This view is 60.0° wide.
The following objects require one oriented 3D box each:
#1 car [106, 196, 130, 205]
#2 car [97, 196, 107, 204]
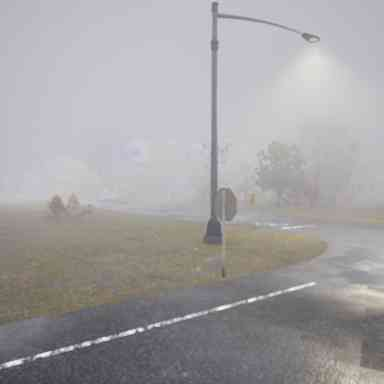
[{"bbox_3d":[-12.132,1.471,55.433,1.895,1.301,4.718,0,0,-33],"label":"car"},{"bbox_3d":[-15.959,1.383,61.116,1.812,1.442,4.674,0,0,-34],"label":"car"}]
